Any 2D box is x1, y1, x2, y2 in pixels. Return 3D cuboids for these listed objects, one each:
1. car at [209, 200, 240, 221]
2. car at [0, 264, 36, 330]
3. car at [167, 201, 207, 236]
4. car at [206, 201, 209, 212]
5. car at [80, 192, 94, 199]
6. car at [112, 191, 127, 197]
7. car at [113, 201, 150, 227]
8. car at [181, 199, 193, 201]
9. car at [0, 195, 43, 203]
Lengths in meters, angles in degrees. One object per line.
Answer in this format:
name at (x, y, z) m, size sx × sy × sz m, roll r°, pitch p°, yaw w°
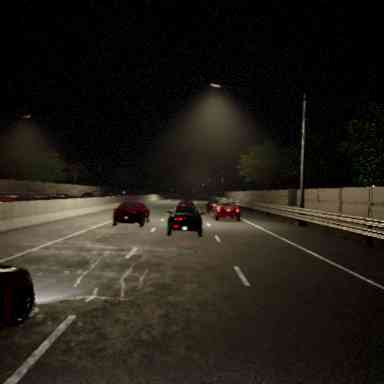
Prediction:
car at (2.982, 1.528, 29.511) m, size 2.097 × 1.767 × 4.553 m, roll 2°, pitch 0°, yaw -1°
car at (-3.694, 1.431, 4.137) m, size 1.994 × 1.385 × 4.181 m, roll 2°, pitch 0°, yaw -1°
car at (-0.377, 1.527, 18.911) m, size 1.837 × 1.490 × 4.892 m, roll 2°, pitch 0°, yaw -1°
car at (2.800, 1.690, 41.536) m, size 1.882 × 1.535 × 5.008 m, roll 2°, pitch 0°, yaw 0°
car at (-22.099, 0.756, 70.546) m, size 1.812 × 1.442 × 4.674 m, roll 2°, pitch 0°, yaw -1°
car at (-15.085, 0.785, 69.772) m, size 2.150 × 2.045 × 5.566 m, roll 2°, pitch 0°, yaw -1°
car at (-3.915, 1.373, 22.119) m, size 1.882 × 1.535 × 5.008 m, roll 2°, pitch 0°, yaw -1°
car at (-0.604, 1.574, 37.189) m, size 1.837 × 1.490 × 4.892 m, roll 2°, pitch 0°, yaw -1°
car at (-14.685, 1.040, 29.368) m, size 1.812 × 1.442 × 4.674 m, roll 2°, pitch 0°, yaw -1°
